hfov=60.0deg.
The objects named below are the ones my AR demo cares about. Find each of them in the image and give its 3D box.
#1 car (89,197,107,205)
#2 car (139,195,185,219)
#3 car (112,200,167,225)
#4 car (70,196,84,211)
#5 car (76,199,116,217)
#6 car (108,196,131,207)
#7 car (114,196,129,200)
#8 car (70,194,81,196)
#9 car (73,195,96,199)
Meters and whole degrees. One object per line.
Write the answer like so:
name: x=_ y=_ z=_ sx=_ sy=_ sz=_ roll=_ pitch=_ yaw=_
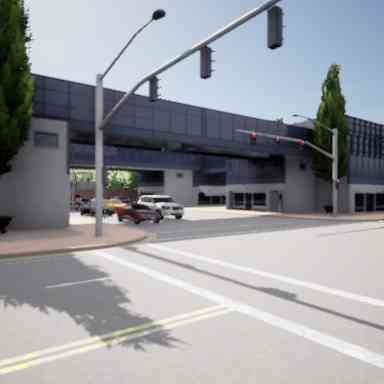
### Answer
car: x=-17.543 y=1.673 z=61.935 sx=1.812 sy=1.442 sz=4.674 roll=0 pitch=0 yaw=-35
car: x=-2.883 y=1.314 z=29.462 sx=2.150 sy=2.045 sz=5.566 roll=0 pitch=0 yaw=-36
car: x=-4.117 y=1.598 z=25.213 sx=1.812 sy=1.442 sz=4.674 roll=0 pitch=0 yaw=-36
car: x=-15.098 y=1.606 z=40.323 sx=1.812 sy=1.442 sz=4.674 roll=0 pitch=0 yaw=-36
car: x=-9.266 y=1.640 z=32.266 sx=1.994 sy=1.385 sz=4.181 roll=0 pitch=0 yaw=-38
car: x=-11.788 y=1.495 z=53.946 sx=2.097 sy=1.767 sz=4.553 roll=0 pitch=0 yaw=-36
car: x=-8.760 y=1.575 z=37.547 sx=1.882 sy=1.535 sz=5.008 roll=0 pitch=0 yaw=-36
car: x=-22.143 y=1.350 z=62.117 sx=2.150 sy=2.045 sz=5.566 roll=0 pitch=0 yaw=-36
car: x=-14.728 y=1.606 z=45.773 sx=1.837 sy=1.490 sz=4.892 roll=0 pitch=0 yaw=-36
